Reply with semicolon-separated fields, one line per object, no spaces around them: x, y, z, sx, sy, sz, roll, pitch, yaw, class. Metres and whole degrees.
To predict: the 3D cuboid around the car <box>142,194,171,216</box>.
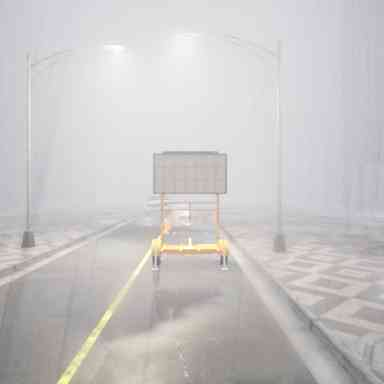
-3.295;1.226;33.338;2.150;2.045;5.566;0;0;0;car

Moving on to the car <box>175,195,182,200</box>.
-3.540;1.556;90.945;2.033;1.411;5.357;0;0;0;car

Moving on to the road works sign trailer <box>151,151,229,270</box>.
-0.064;0.465;10.990;2.380;3.560;2.880;0;0;0;road works sign trailer
